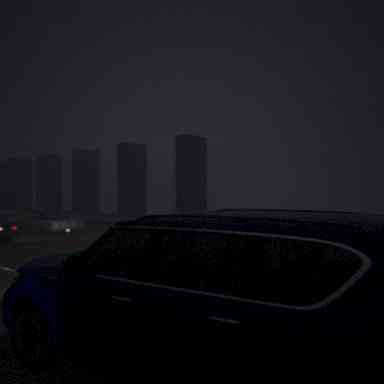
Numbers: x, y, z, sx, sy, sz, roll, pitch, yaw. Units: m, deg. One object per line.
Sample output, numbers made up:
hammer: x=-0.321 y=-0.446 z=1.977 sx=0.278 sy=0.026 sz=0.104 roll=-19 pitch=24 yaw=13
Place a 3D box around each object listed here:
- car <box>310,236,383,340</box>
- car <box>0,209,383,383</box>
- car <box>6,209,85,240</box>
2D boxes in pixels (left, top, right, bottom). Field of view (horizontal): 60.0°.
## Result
car: x=4.495 y=1.596 z=5.086 sx=4.718 sy=1.301 sz=1.895 roll=0 pitch=0 yaw=36
car: x=0.001 y=1.233 z=3.991 sx=5.566 sy=2.045 sz=2.150 roll=0 pitch=0 yaw=36
car: x=-8.201 y=1.696 z=18.445 sx=4.718 sy=1.301 sz=1.895 roll=0 pitch=0 yaw=36
